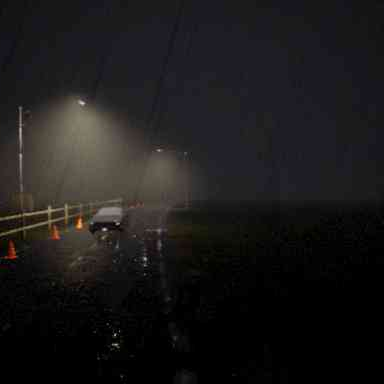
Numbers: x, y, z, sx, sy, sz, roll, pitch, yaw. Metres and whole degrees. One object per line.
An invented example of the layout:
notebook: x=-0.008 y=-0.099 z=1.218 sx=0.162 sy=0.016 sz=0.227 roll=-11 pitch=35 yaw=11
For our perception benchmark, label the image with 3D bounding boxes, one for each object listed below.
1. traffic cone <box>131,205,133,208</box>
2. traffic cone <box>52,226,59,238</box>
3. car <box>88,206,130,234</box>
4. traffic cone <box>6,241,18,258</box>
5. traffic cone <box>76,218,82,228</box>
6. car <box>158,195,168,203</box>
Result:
traffic cone: x=-8.436 y=1.998 z=46.944 sx=0.340 sy=0.580 sz=0.340 roll=-1 pitch=0 yaw=0
traffic cone: x=-6.902 y=2.019 z=16.760 sx=0.340 sy=0.580 sz=0.340 roll=-1 pitch=0 yaw=-6
car: x=-4.813 y=1.577 z=20.081 sx=2.033 sy=1.411 sz=5.357 roll=-1 pitch=0 yaw=-5
traffic cone: x=-6.371 y=2.021 z=11.750 sx=0.340 sy=0.580 sz=0.340 roll=-1 pitch=0 yaw=-6
traffic cone: x=-7.354 y=2.017 z=21.780 sx=0.340 sy=0.580 sz=0.340 roll=-1 pitch=0 yaw=-5
car: x=-6.201 y=1.491 z=70.646 sx=1.837 sy=1.490 sz=4.892 roll=-1 pitch=0 yaw=-5
